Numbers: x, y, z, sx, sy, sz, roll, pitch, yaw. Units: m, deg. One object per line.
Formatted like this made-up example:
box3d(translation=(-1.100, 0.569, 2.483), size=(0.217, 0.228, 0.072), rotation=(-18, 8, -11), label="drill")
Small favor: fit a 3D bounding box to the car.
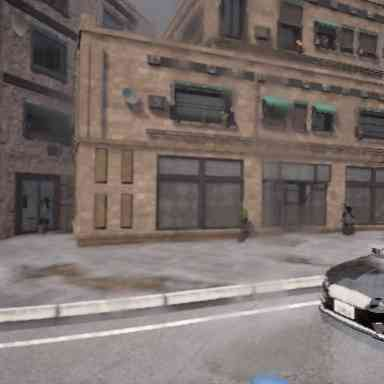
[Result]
box3d(translation=(4.523, 1.455, 5.754), size=(4.902, 1.511, 2.128), rotation=(0, 1, -21), label="car")
